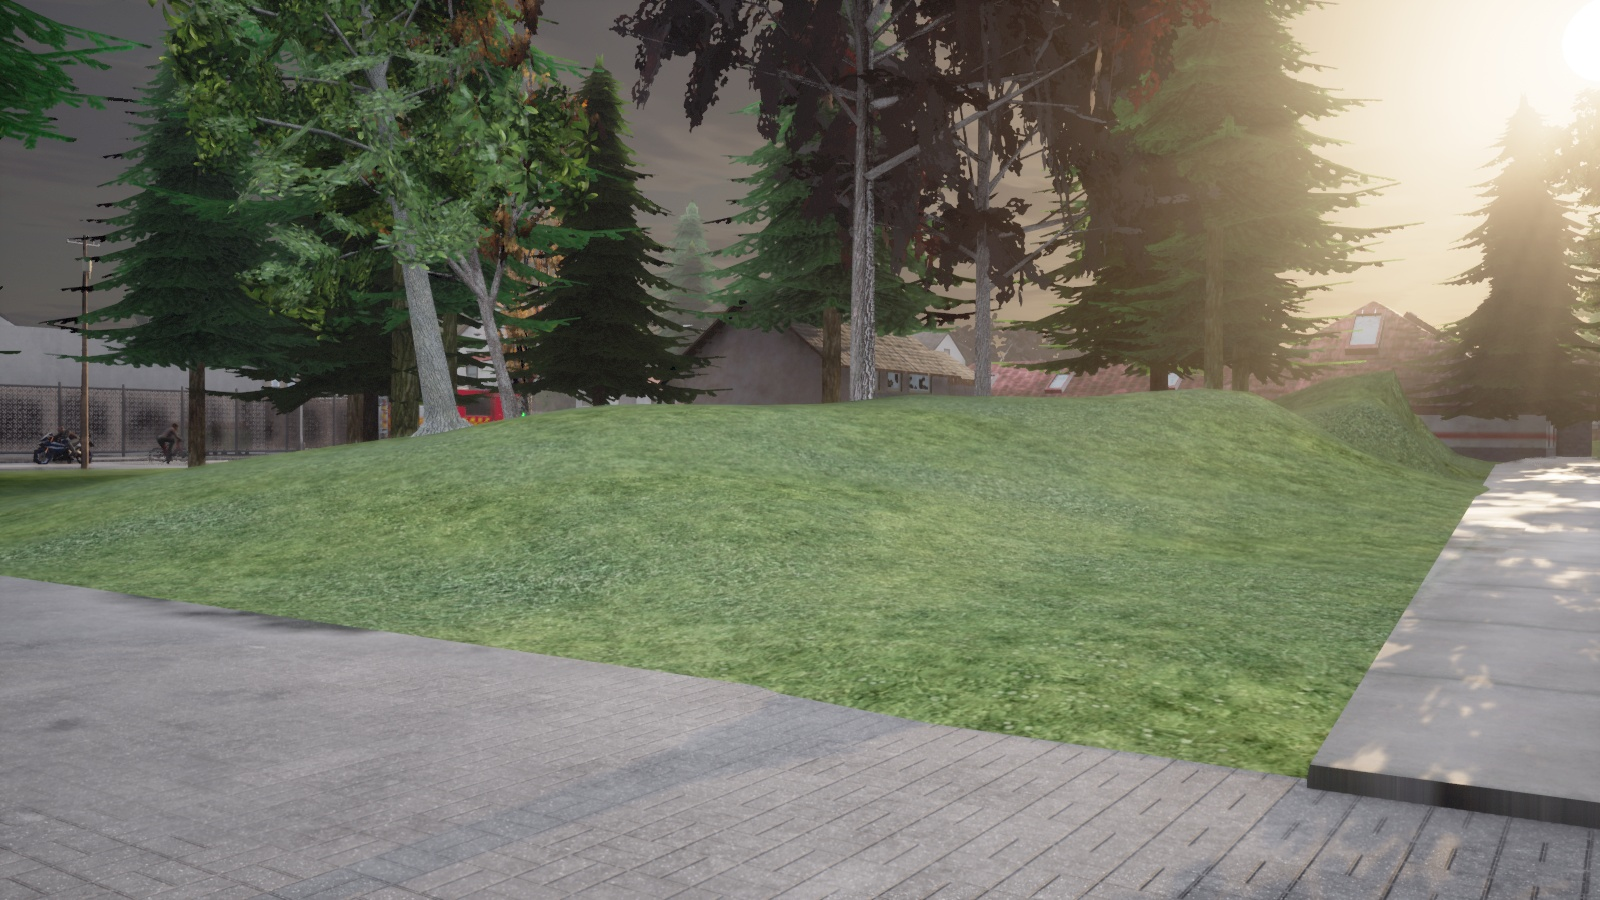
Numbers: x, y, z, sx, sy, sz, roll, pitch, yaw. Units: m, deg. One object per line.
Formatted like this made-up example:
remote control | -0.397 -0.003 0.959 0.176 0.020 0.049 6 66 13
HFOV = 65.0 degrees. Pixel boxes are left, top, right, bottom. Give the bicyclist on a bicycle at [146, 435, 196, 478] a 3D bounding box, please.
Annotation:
bicyclist on a bicycle | -24.246 0.243 48.421 0.582 1.620 1.656 0 0 34

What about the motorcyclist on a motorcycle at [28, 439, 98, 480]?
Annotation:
motorcyclist on a motorcycle | -28.707 0.358 48.936 0.866 1.530 2.191 0 1 34

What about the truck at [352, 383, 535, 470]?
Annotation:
truck | -16.754 -1.097 59.703 2.891 3.827 8.468 0 1 33
